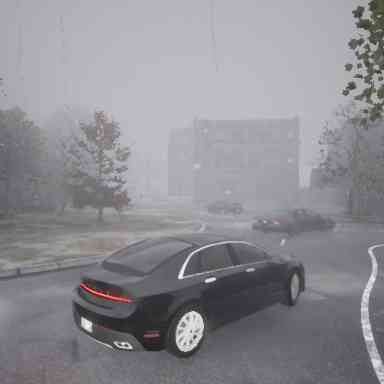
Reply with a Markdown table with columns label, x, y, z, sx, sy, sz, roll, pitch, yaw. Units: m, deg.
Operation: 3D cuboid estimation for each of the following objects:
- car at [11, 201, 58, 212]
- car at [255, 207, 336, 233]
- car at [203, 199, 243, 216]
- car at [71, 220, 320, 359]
| label | x | y | z | sx | sy | sz | roll | pitch | yaw |
| --- | --- | --- | --- | --- | --- | --- | --- | --- | --- |
| car | -18.250 | 1.687 | 38.632 | 4.718 | 1.301 | 1.895 | 0 | 0 | -8 |
| car | 5.642 | 1.539 | 18.027 | 5.357 | 1.411 | 2.033 | 0 | 0 | -37 |
| car | 2.978 | 1.494 | 32.958 | 1.837 | 1.490 | 4.892 | 1 | -1 | -32 |
| car | 0.324 | 1.505 | 6.113 | 4.892 | 1.490 | 1.837 | 0 | 0 | -45 |
